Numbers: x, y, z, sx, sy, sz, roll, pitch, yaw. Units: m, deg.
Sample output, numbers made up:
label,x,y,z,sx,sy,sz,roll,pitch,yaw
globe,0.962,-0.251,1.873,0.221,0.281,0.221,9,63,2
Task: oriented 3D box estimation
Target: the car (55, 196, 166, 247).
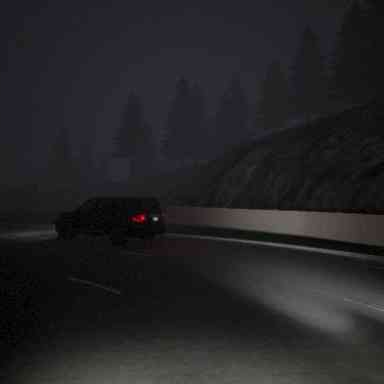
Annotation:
label,x,y,z,sx,sy,sz,roll,pitch,yaw
car,-3.815,1.221,15.303,5.566,2.045,2.150,0,0,31
